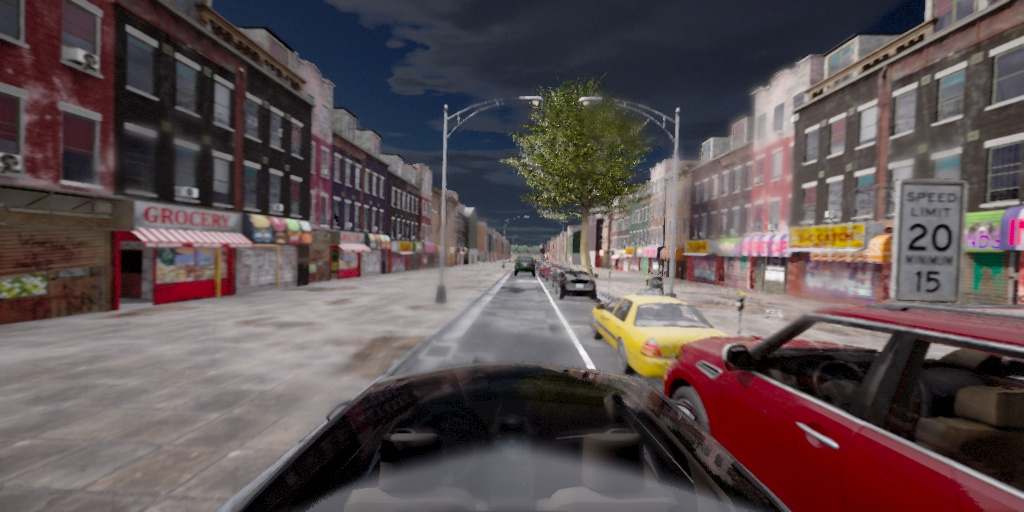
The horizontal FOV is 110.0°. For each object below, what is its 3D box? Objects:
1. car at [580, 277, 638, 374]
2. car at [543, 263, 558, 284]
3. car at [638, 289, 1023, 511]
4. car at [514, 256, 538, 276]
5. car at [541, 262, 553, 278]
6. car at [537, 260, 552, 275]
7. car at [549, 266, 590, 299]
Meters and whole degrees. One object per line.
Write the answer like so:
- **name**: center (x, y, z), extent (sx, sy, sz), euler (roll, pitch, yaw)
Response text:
- **car**: center (2.746, 1.352, 7.461), extent (1.751, 1.417, 4.829), euler (0, 0, 2)
- **car**: center (3.351, 1.386, 23.917), extent (2.007, 1.370, 4.403), euler (0, 0, 2)
- **car**: center (2.535, 1.138, 1.749), extent (2.192, 1.841, 5.009), euler (0, 0, 2)
- **car**: center (1.362, 0.998, 37.913), extent (2.150, 2.045, 5.566), euler (2, 0, 2)
- **car**: center (3.555, 1.423, 29.458), extent (1.802, 1.307, 4.207), euler (0, 0, 2)
- **car**: center (3.759, 1.392, 35.000), extent (1.888, 1.381, 4.507), euler (0, 0, 2)
- **car**: center (3.147, 1.398, 18.375), extent (1.948, 1.339, 4.313), euler (0, 0, 2)
